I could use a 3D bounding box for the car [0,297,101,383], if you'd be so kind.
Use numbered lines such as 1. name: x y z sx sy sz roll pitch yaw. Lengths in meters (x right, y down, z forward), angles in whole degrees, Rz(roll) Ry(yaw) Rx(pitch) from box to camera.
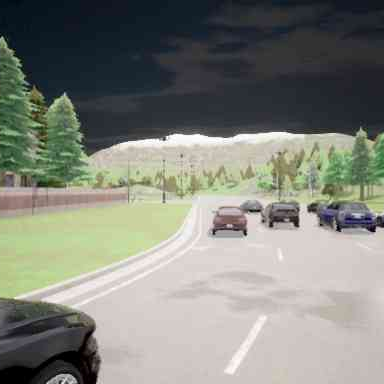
1. car: -2.853 1.475 2.051 1.882 1.535 5.008 0 0 33

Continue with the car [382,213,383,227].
1. car: 12.798 1.506 19.583 1.812 1.442 4.674 0 -1 2

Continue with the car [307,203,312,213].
1. car: 13.234 1.528 34.011 1.994 1.385 4.181 0 0 2

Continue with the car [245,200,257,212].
1. car: 6.258 1.527 34.870 1.994 1.385 4.181 0 0 2

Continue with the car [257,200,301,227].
1. car: 5.796 1.476 22.261 1.837 1.490 4.892 0 -2 3

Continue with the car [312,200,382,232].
1. car: 9.117 1.335 20.019 2.097 1.767 4.553 0 1 5

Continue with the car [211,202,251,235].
1. car: 2.071 1.506 18.681 1.812 1.442 4.674 0 0 5
